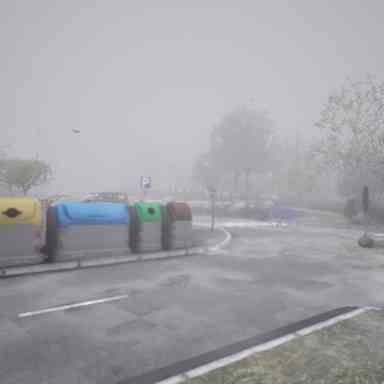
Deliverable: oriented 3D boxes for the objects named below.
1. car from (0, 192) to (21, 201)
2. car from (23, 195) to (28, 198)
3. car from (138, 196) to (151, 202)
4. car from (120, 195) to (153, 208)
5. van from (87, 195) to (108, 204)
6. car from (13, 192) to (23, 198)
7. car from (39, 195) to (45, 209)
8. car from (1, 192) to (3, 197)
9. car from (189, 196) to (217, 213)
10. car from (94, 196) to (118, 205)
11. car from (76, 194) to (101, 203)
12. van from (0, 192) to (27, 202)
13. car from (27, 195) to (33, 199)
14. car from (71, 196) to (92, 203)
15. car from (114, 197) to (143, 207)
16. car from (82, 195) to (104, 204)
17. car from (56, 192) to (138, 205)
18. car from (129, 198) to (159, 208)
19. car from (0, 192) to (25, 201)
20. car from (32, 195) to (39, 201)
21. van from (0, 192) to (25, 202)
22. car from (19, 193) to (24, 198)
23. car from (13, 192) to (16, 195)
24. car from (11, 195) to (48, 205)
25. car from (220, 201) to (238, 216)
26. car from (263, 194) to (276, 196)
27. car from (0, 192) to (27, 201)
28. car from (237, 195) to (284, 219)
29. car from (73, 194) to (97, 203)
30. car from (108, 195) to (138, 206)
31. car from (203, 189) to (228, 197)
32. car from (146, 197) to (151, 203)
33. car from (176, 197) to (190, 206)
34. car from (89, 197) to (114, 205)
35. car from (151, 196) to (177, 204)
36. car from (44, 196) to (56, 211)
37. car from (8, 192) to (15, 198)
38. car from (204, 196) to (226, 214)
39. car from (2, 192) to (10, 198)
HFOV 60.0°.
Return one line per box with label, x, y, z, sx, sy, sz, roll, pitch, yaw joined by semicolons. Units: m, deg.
car;-44.526;0.988;79.723;2.435;2.045;5.566;1;-1;35
car;-17.483;1.284;40.869;2.163;1.488;4.792;1;-1;35
car;-6.394;1.699;54.694;2.435;2.045;5.566;1;-2;35
car;-9.890;1.694;59.605;2.435;2.045;5.566;2;-2;35
van;-21.894;1.721;77.087;1.878;1.987;4.442;1;-2;35
car;-20.951;1.247;45.596;1.946;1.575;5.366;1;-1;35
car;-12.416;1.131;33.589;2.185;1.767;4.553;0;-1;35
car;-32.692;1.251;62.754;2.231;1.521;4.892;1;-1;35
car;2.239;1.827;42.289;2.185;1.767;4.553;2;-2;35
car;-18.539;1.816;72.004;2.185;1.767;4.553;1;-2;35
car;-25.416;1.686;81.922;2.435;2.045;5.566;2;-2;35
van;-36.130;1.018;67.510;1.878;1.987;4.442;1;-1;35
car;-15.778;1.257;38.461;2.231;1.521;4.892;0;-1;35
car;-28.873;1.965;86.929;2.163;1.488;4.792;1;-2;35
car;-11.710;1.934;61.948;1.946;1.575;5.366;2;-2;35
car;-23.664;1.816;79.489;2.185;1.767;4.553;2;-2;35
car;-7.330;1.007;26.304;2.435;2.045;5.566;1;-1;35
car;-8.167;1.948;57.140;2.231;1.521;4.892;1;-2;35
car;-41.126;0.992;74.920;2.435;2.045;5.566;0;-1;35
car;-13.989;1.258;36.194;1.946;1.575;5.366;0;-1;35
van;-37.820;1.017;69.939;1.878;1.987;4.442;1;-1;35
car;-19.154;1.255;43.319;2.097;1.535;5.008;0;-1;35
car;-22.545;1.254;48.183;2.097;1.535;5.008;1;-1;35
car;-25.915;1.283;53.063;2.163;1.488;4.792;0;-1;35
car;5.672;1.954;37.305;2.231;1.521;4.892;2;-2;35
car;9.821;0.988;43.433;1.812;1.442;4.674;3;2;-34
car;-39.436;0.993;72.491;2.435;2.045;5.566;0;-1;35
car;7.412;1.703;34.856;2.435;2.045;5.566;1;-2;35
car;-27.132;1.686;84.457;2.435;2.045;5.566;1;-2;35
car;-13.306;1.696;64.614;2.435;2.045;5.566;1;-2;35
car;3.711;0.230;52.338;1.812;1.442;4.674;3;2;-34
car;-4.715;1.977;52.154;2.163;1.488;4.792;2;-2;35
car;0.504;1.826;44.770;2.185;1.767;4.553;2;-2;35
car;-20.234;1.943;74.505;2.231;1.521;4.892;2;-2;35
car;-2.972;1.697;49.684;2.435;2.045;5.566;2;-2;35
car;-10.712;1.259;31.179;2.231;1.521;4.892;0;-1;35
car;-24.332;1.246;50.453;1.946;1.575;5.366;1;-1;35
car;3.925;1.825;39.761;2.185;1.767;4.553;1;-2;35
car;-31.013;1.124;60.298;2.185;1.767;4.553;0;-1;35
